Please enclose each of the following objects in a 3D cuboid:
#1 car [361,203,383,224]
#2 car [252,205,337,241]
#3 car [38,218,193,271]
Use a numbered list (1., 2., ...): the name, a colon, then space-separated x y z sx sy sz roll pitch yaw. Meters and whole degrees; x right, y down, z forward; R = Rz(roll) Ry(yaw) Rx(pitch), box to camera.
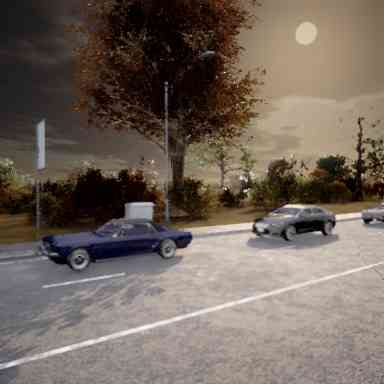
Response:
1. car: 13.142 1.397 21.956 4.718 1.301 1.895 -1 0 -36
2. car: 5.042 1.388 16.166 4.902 1.511 2.128 -1 0 -35
3. car: -2.380 1.569 10.897 4.718 1.301 1.895 -1 0 -35
